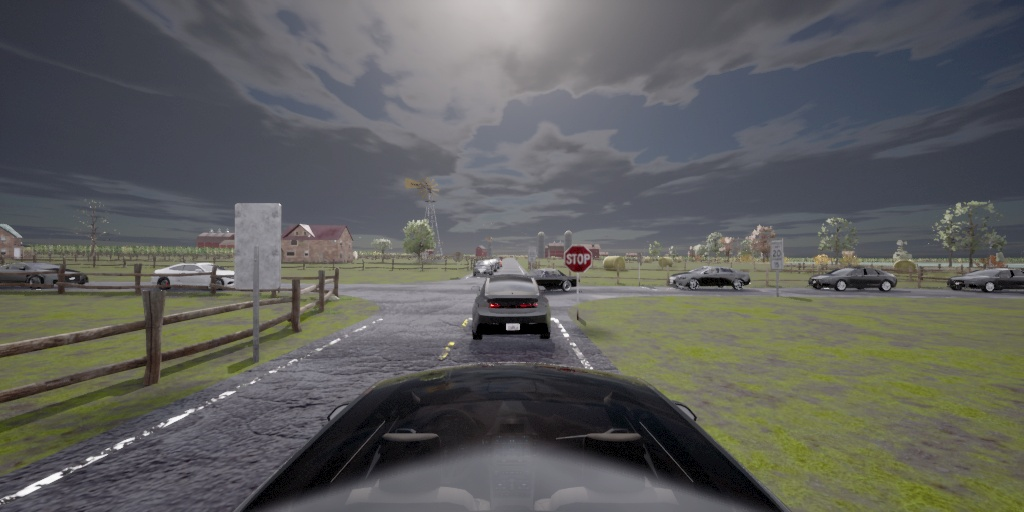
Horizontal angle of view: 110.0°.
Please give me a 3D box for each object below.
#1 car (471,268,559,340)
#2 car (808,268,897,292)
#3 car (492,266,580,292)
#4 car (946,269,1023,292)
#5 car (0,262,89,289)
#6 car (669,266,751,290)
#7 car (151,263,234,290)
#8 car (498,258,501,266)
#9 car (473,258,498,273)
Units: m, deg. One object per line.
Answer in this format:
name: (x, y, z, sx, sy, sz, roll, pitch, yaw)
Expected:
car: (-0.077, 1.256, 10.018, 1.837, 1.490, 4.892, 0, 0, -2)
car: (22.192, 1.499, 23.473, 4.892, 1.490, 1.837, 1, -1, -1)
car: (1.493, 1.369, 20.065, 4.718, 1.301, 1.895, 1, 0, -35)
car: (31.694, 1.587, 23.597, 4.892, 1.490, 1.837, 1, -1, -1)
car: (-26.370, 1.048, 19.843, 4.181, 1.385, 1.994, 1, -1, -1)
car: (12.790, 1.397, 23.298, 4.902, 1.511, 2.128, 1, -1, -2)
car: (-17.250, 1.104, 19.968, 4.674, 1.442, 1.812, 1, -1, -1)
car: (-2.869, 1.241, 46.150, 2.128, 1.511, 4.902, 0, 0, 0)
car: (-2.873, 1.243, 36.704, 2.128, 1.511, 4.902, 0, 0, 0)
